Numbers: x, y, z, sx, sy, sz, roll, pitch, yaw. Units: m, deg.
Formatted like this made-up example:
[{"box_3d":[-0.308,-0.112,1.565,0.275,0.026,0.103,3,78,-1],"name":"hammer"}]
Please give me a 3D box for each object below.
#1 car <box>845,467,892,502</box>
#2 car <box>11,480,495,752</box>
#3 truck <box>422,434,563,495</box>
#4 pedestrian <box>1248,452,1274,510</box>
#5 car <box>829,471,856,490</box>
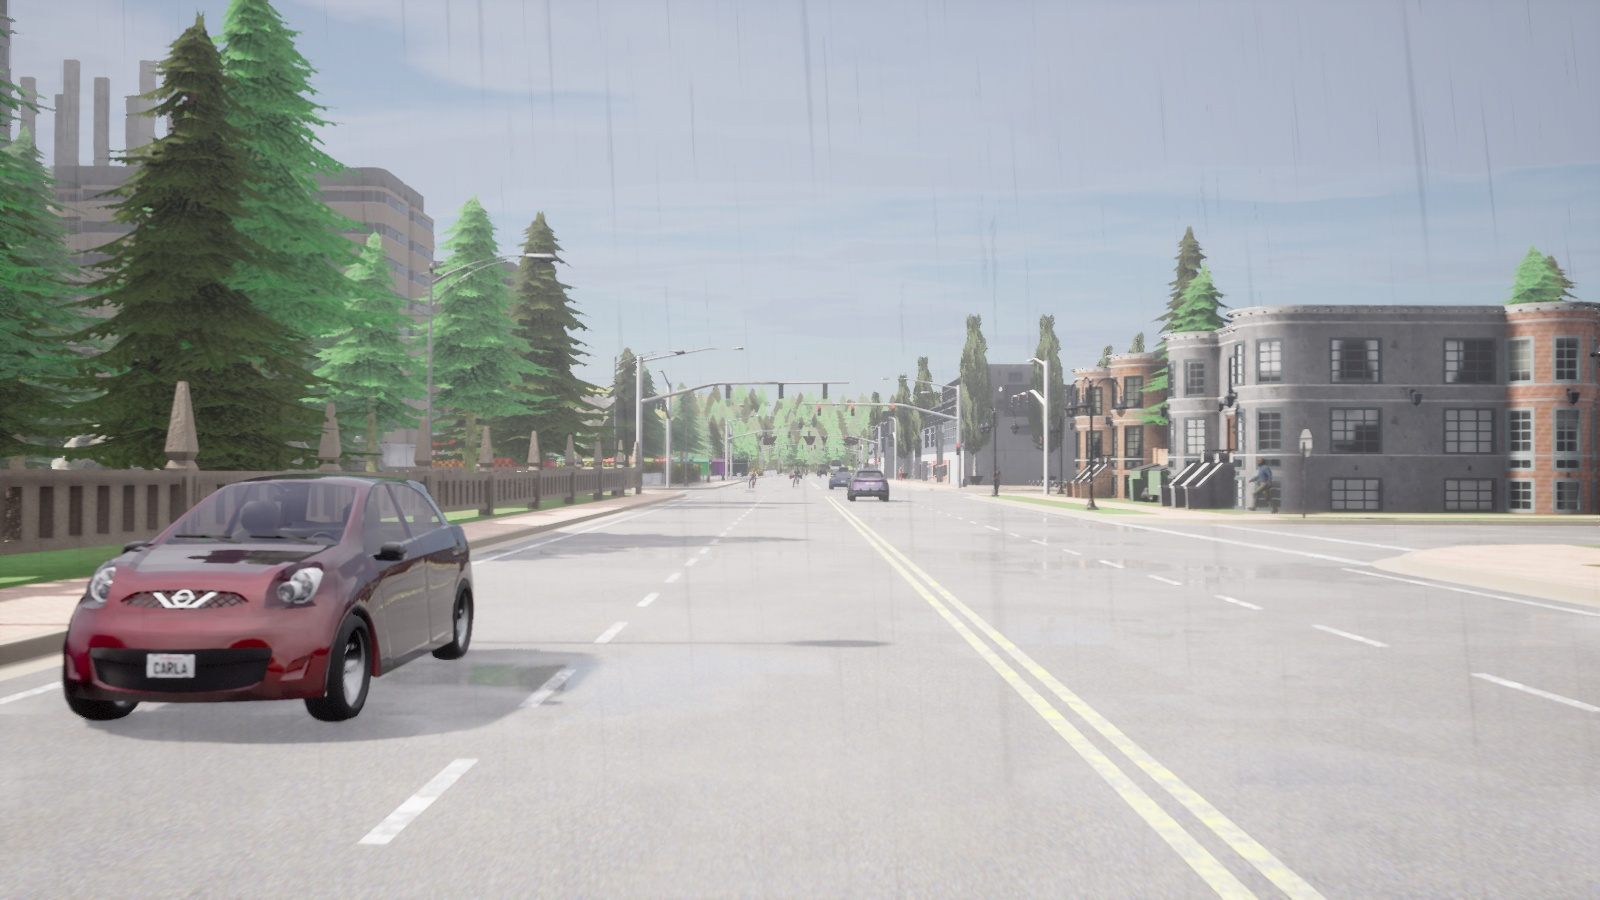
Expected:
[{"box_3d":[3.354,1.671,62.141,2.033,1.649,4.856,0,-1,0],"name":"car"},{"box_3d":[-3.521,0.976,8.890,1.845,1.501,3.633,0,-1,0],"name":"car"},{"box_3d":[-19.829,0.960,81.332,8.468,3.827,2.891,0,-1,0],"name":"truck"},{"box_3d":[14.701,0.981,40.048,0.726,1.835,0.370,0,-1,12],"name":"pedestrian"},{"box_3d":[3.272,2.337,97.181,1.994,1.385,4.181,0,-1,0],"name":"car"}]
